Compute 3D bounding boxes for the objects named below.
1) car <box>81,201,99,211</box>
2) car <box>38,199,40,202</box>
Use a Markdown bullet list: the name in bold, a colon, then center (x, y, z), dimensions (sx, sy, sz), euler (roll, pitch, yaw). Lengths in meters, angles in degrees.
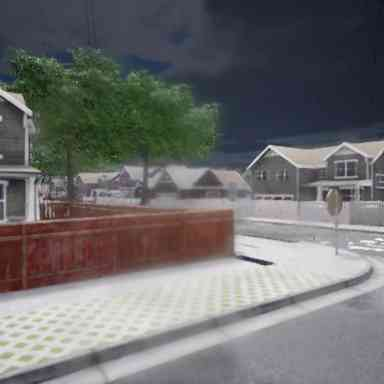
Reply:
- **car**: center (-12.979, 1.789, 42.296), dimensions (2.033, 1.411, 5.357), euler (0, 0, -35)
- **car**: center (-40.943, 2.176, 86.284), dimensions (1.895, 1.301, 4.718), euler (0, 0, -36)
